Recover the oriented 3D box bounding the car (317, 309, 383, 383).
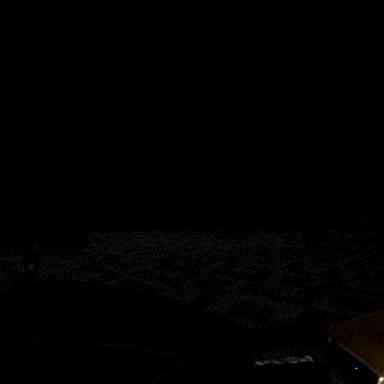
[{"bbox_3d":[3.715,1.532,3.523,4.829,1.417,1.752,1,1,-12],"label":"car"}]

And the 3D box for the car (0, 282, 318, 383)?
[{"bbox_3d":[-1.633,1.454,2.392,4.313,1.339,1.947,1,1,-12],"label":"car"}]
